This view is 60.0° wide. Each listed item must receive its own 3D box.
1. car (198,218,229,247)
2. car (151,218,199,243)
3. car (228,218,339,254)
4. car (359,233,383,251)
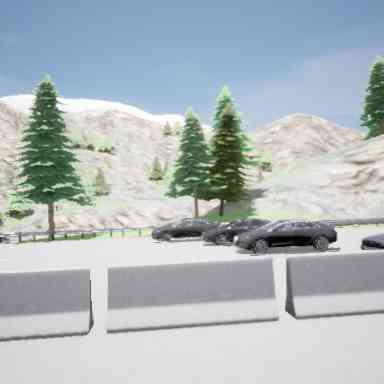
[{"bbox_3d":[3.055,2.304,19.590,4.892,1.490,1.837,-2,-3,-2],"label":"car"},{"bbox_3d":[-0.322,2.584,22.891,4.902,1.511,2.128,-2,-3,-4],"label":"car"},{"bbox_3d":[4.520,2.069,16.148,4.902,1.511,2.128,-2,-3,-2],"label":"car"},{"bbox_3d":[9.444,1.762,12.785,5.357,1.411,2.033,-2,-3,0],"label":"car"}]
